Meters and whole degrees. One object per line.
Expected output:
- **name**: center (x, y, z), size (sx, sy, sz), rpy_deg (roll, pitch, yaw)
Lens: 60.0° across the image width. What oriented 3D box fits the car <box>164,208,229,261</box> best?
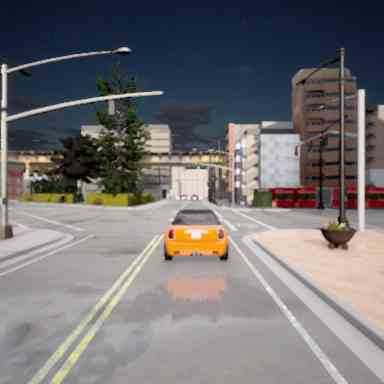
- **car**: center (0.147, 1.379, 12.489), size (2.097, 1.767, 4.553), rpy_deg (0, 0, 0)
